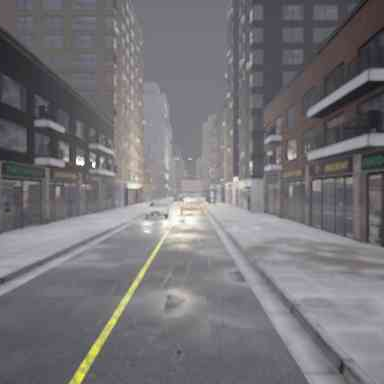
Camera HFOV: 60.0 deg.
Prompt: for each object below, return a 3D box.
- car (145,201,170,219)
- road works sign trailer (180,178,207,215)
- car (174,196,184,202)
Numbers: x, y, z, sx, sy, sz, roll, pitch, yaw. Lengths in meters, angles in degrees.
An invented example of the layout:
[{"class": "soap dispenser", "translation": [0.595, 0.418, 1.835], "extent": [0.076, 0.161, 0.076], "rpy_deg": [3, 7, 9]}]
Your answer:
[{"class": "car", "translation": [-2.850, 1.497, 28.420], "extent": [1.812, 1.442, 4.674], "rpy_deg": [0, 0, 0]}, {"class": "road works sign trailer", "translation": [-0.003, 0.430, 33.017], "extent": [2.380, 3.560, 2.880], "rpy_deg": [0, 0, 0]}, {"class": "car", "translation": [-2.757, 1.450, 69.927], "extent": [1.994, 1.385, 4.181], "rpy_deg": [0, 0, 0]}]
